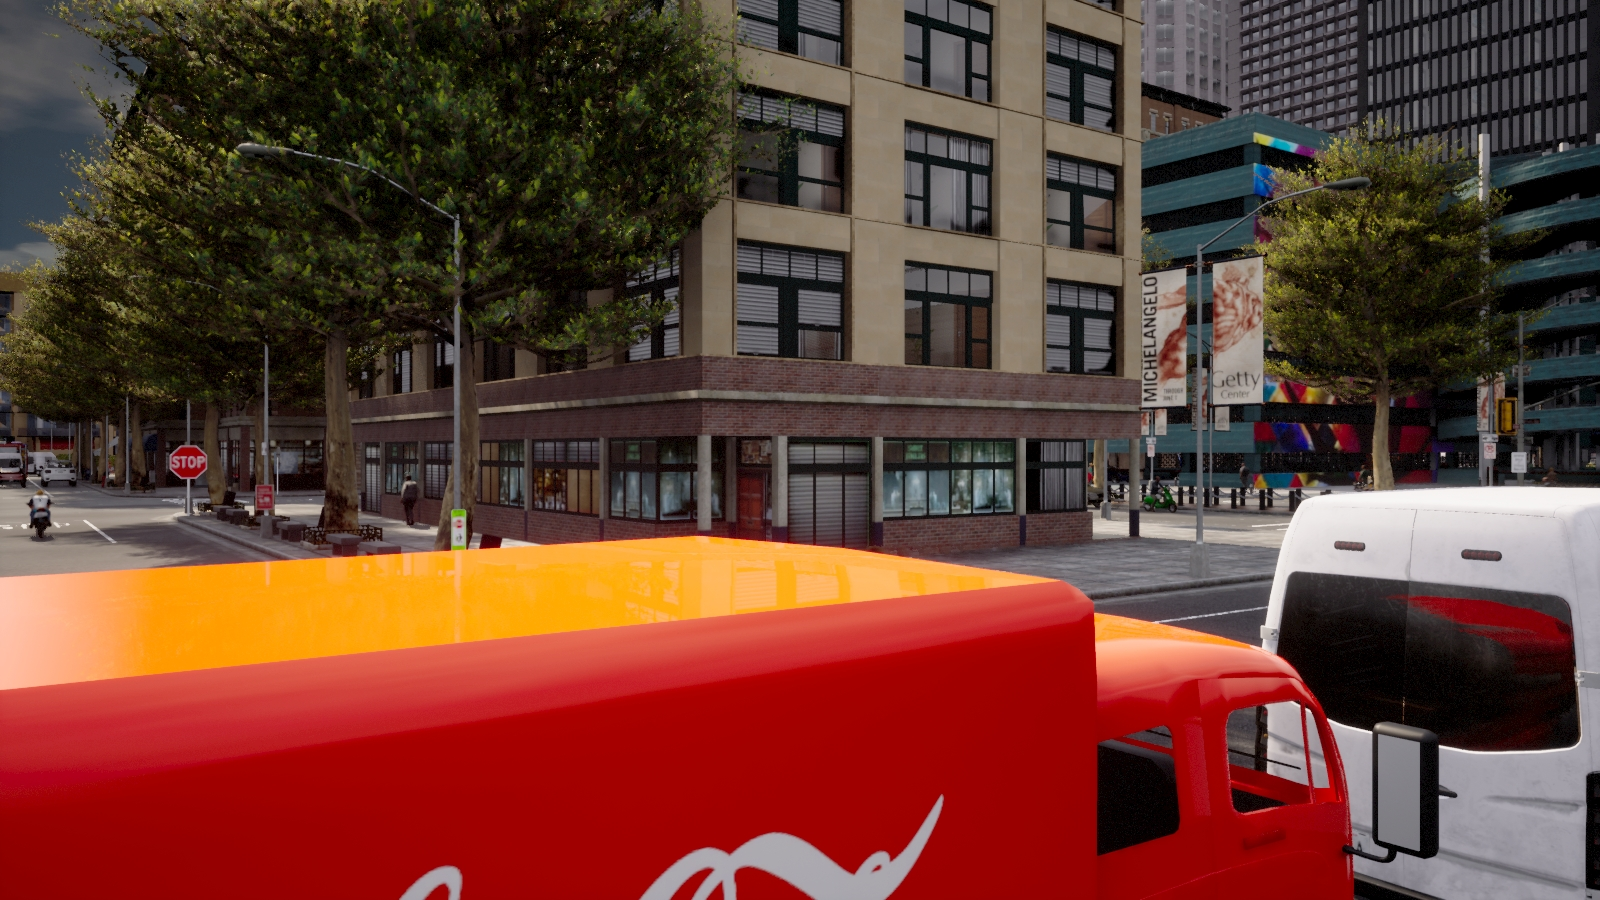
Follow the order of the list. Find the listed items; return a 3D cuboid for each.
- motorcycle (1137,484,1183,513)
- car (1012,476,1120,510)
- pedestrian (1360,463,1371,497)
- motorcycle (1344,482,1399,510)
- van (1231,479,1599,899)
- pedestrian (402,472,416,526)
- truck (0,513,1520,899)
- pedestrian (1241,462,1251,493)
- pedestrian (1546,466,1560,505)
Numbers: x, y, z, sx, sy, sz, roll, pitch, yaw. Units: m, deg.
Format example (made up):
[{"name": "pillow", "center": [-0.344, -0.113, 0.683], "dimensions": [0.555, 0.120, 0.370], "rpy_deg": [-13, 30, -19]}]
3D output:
[{"name": "motorcycle", "center": [16.126, 2.166, 51.225], "dimensions": [0.856, 1.236, 1.805], "rpy_deg": [0, 0, -35]}, {"name": "car", "center": [12.913, 2.045, 55.772], "dimensions": [2.231, 1.480, 4.892], "rpy_deg": [0, 0, -35]}, {"name": "pedestrian", "center": [31.179, 1.673, 63.000], "dimensions": [0.375, 1.860, 0.375], "rpy_deg": [0, 0, -25]}, {"name": "motorcycle", "center": [27.499, 2.184, 55.008], "dimensions": [0.867, 1.251, 2.209], "rpy_deg": [0, 0, -36]}, {"name": "van", "center": [5.568, 1.531, 7.705], "dimensions": [5.915, 2.561, 1.988], "rpy_deg": [0, 0, -35]}, {"name": "pedestrian", "center": [-13.537, 1.691, 39.551], "dimensions": [0.375, 1.860, 0.375], "rpy_deg": [0, 0, -36]}, {"name": "truck", "center": [-0.425, 1.567, 3.494], "dimensions": [5.204, 2.467, 2.627], "rpy_deg": [0, 0, -35]}, {"name": "pedestrian", "center": [27.335, 1.673, 70.032], "dimensions": [0.375, 1.860, 0.375], "rpy_deg": [0, 0, -29]}, {"name": "pedestrian", "center": [35.498, 1.674, 53.871], "dimensions": [0.375, 1.860, 0.375], "rpy_deg": [0, 0, -3]}]
